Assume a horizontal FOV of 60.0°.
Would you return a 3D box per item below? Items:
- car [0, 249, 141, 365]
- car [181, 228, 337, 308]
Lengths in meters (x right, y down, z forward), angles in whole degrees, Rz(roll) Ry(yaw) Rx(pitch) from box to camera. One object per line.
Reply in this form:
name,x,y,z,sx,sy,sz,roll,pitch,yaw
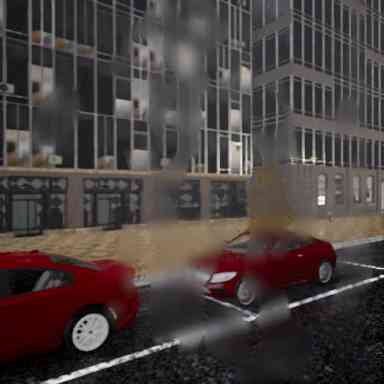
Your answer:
car,-2.916,1.544,4.477,4.507,1.381,1.887,0,0,-35
car,1.720,1.545,7.783,4.206,1.307,1.802,0,0,-35
